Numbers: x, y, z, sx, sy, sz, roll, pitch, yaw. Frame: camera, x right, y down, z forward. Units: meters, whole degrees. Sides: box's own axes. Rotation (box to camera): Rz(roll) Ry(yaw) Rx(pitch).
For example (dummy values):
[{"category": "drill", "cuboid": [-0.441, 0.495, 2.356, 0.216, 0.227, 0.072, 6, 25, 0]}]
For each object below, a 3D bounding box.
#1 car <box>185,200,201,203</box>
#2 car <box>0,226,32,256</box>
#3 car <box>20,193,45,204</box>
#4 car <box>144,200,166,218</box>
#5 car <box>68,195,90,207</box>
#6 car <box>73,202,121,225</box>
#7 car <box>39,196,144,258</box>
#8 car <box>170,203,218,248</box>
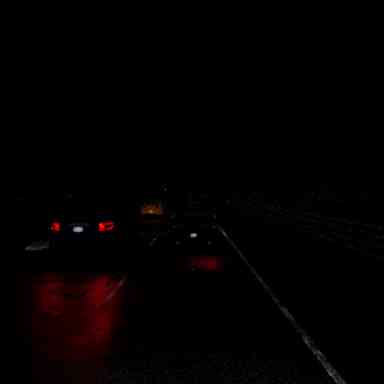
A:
[{"category": "car", "cuboid": [0.065, 1.477, 30.348, 1.882, 1.535, 5.008, 0, 0, 0]}, {"category": "car", "cuboid": [-6.958, 1.539, 10.051, 2.033, 1.411, 5.357, 0, 0, 0]}, {"category": "car", "cuboid": [-24.959, 1.222, 52.692, 2.150, 2.045, 5.566, 0, 0, -1]}, {"category": "car", "cuboid": [-3.435, 1.477, 30.354, 1.882, 1.535, 5.008, 0, 0, 0]}, {"category": "car", "cuboid": [-17.978, 1.358, 53.144, 2.097, 1.767, 4.553, 0, 0, -1]}, {"category": "car", "cuboid": [-6.958, 1.542, 25.070, 2.033, 1.411, 5.357, 0, 0, 1]}, {"category": "car", "cuboid": [-3.436, 1.214, 12.776, 2.150, 2.045, 5.566, 0, 0, 0]}, {"category": "car", "cuboid": [0.075, 1.468, 14.790, 1.882, 1.535, 5.008, 0, 0, 0]}]
